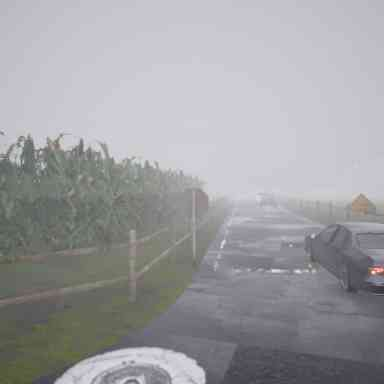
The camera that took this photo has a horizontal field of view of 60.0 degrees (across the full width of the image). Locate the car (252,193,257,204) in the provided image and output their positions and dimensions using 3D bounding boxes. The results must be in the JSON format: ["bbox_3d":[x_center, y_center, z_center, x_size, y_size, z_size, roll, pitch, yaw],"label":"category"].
[{"bbox_3d":[11.342,0.953,53.660,2.150,2.045,5.566,-1,0,8],"label":"car"}]

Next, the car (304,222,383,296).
[{"bbox_3d":[4.361,1.491,8.567,2.033,1.411,5.357,-1,0,6],"label":"car"}]

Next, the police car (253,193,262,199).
[{"bbox_3d":[16.942,0.990,85.853,1.930,1.638,5.238,-1,0,8],"label":"police car"}]

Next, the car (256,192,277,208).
[{"bbox_3d":[9.886,1.132,43.510,2.097,1.767,4.553,-1,0,9],"label":"car"}]

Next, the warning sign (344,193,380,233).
[{"bbox_3d":[8.282,0.998,16.259,1.300,1.860,1.060,0,0,8],"label":"warning sign"}]
